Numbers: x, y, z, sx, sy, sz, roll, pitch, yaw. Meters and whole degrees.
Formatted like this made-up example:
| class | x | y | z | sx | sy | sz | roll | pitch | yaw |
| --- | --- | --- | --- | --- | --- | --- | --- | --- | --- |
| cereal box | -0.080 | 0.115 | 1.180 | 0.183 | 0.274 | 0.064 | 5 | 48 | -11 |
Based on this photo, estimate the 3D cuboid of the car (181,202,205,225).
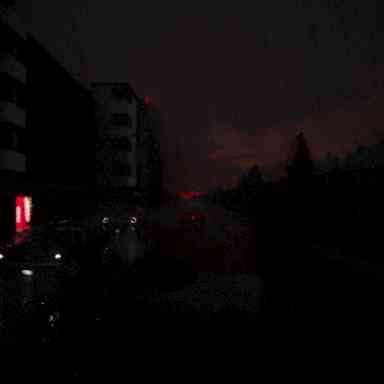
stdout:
| class | x | y | z | sx | sy | sz | roll | pitch | yaw |
| --- | --- | --- | --- | --- | --- | --- | --- | --- | --- |
| car | 0.089 | 1.795 | 27.403 | 1.882 | 1.535 | 5.008 | 0 | -1 | 0 |

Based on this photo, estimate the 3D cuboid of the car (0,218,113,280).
| class | x | y | z | sx | sy | sz | roll | pitch | yaw |
| --- | --- | --- | --- | --- | --- | --- | --- | --- | --- |
| car | -4.096 | 1.724 | 10.517 | 1.895 | 1.301 | 4.718 | 0 | -1 | 0 |

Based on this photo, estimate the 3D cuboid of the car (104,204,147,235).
| class | x | y | z | sx | sy | sz | roll | pitch | yaw |
| --- | --- | --- | --- | --- | --- | --- | --- | --- | --- |
| car | -4.062 | 1.591 | 20.579 | 2.097 | 1.767 | 4.553 | 0 | -1 | 0 |

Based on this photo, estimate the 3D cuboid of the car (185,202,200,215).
| class | x | y | z | sx | sy | sz | roll | pitch | yaw |
| --- | --- | --- | --- | --- | --- | --- | --- | --- | --- |
| car | 0.040 | 2.014 | 42.284 | 1.812 | 1.442 | 4.674 | 0 | 0 | 0 |
